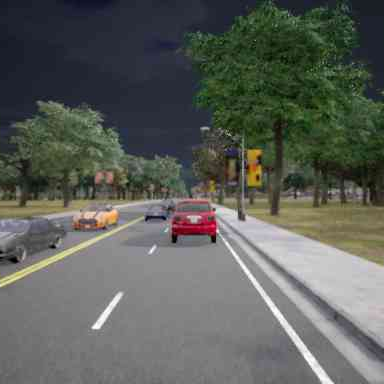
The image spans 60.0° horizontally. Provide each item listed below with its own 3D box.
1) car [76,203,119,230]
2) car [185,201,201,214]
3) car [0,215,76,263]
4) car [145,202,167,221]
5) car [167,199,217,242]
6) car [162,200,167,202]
[{"bbox_3d":[-6.501,1.580,22.949,2.097,1.767,4.553,0,-1,0],"label":"car"},{"bbox_3d":[0.098,1.895,41.770,1.882,1.535,5.008,0,0,0],"label":"car"},{"bbox_3d":[-6.536,1.673,12.703,2.033,1.411,5.357,0,-1,0],"label":"car"},{"bbox_3d":[-3.151,1.871,30.759,1.994,1.385,4.181,0,0,0],"label":"car"},{"bbox_3d":[0.110,1.393,17.402,2.150,2.045,5.566,0,-1,0],"label":"car"},{"bbox_3d":[-3.161,1.791,44.069,2.097,1.767,4.553,0,-1,0],"label":"car"}]
